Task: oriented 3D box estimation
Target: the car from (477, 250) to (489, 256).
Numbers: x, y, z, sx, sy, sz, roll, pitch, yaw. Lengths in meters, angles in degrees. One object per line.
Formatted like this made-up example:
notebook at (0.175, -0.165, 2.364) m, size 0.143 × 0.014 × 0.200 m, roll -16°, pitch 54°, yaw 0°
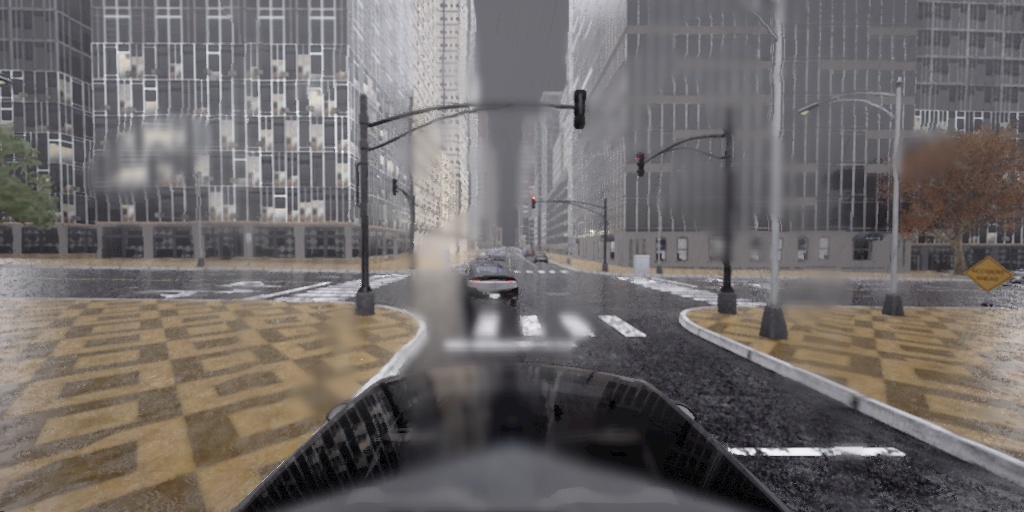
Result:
car at (-4.323, 0.134, 52.148) m, size 1.802 × 1.307 × 4.207 m, roll 0°, pitch 0°, yaw -1°

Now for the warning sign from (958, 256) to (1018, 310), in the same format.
warning sign at (17.212, 0.938, 12.995) m, size 1.060 × 1.860 × 1.300 m, roll 0°, pitch 0°, yaw -3°

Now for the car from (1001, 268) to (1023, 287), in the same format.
car at (34.790, 1.384, 23.363) m, size 4.902 × 1.511 × 2.128 m, roll 1°, pitch 1°, yaw -3°

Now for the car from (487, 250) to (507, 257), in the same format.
car at (-1.795, 0.216, 47.368) m, size 2.033 × 1.411 × 5.357 m, roll 0°, pitch 1°, yaw 0°

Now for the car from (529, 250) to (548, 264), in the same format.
car at (3.663, 0.252, 46.704) m, size 1.948 × 1.339 × 4.313 m, roll 0°, pitch 0°, yaw -1°

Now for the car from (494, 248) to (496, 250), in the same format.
car at (-1.912, -0.242, 64.245) m, size 1.837 × 1.490 × 4.892 m, roll 0°, pitch 2°, yaw 0°

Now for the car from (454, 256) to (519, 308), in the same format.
car at (-1.085, 0.966, 13.528) m, size 2.128 × 1.511 × 4.902 m, roll 1°, pitch 1°, yaw -13°
